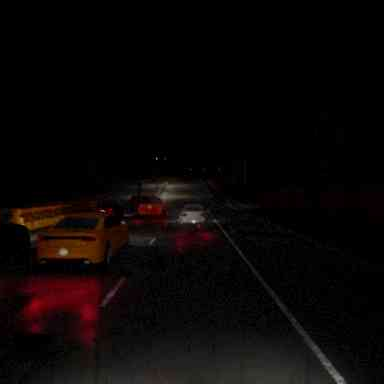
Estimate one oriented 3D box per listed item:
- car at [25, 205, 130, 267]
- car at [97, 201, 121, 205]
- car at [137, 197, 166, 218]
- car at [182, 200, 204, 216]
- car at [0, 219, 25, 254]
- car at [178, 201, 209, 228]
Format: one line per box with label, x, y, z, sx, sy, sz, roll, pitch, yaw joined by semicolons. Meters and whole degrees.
car;-3.403;1.429;11.286;1.882;1.535;5.008;0;0;0
car;-6.907;1.446;27.550;1.994;1.385;4.181;0;0;0
car;-3.408;1.229;28.802;2.097;1.767;4.553;0;0;0
car;0.092;1.465;31.760;1.895;1.301;4.718;0;0;0
car;-6.903;1.447;10.359;2.128;1.511;4.902;0;0;0
car;0.092;1.435;21.157;1.812;1.442;4.674;0;0;0
